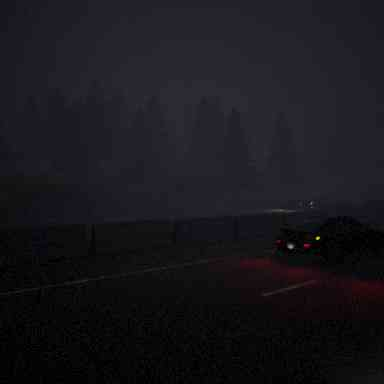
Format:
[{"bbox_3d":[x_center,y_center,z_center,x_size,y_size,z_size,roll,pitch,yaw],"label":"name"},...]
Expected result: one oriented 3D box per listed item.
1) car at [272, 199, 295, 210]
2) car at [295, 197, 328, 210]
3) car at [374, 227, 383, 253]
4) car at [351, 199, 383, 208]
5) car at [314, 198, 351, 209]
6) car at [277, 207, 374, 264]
[{"bbox_3d":[12.960,1.572,43.635,5.357,1.411,2.033,1,0,-36],"label":"car"},{"bbox_3d":[15.285,1.374,40.995,4.553,1.767,2.097,1,0,-36],"label":"car"},{"bbox_3d":[6.997,1.473,8.841,4.674,1.442,1.812,0,0,-36],"label":"car"},{"bbox_3d":[19.330,1.517,35.284,4.892,1.490,1.837,0,0,-36],"label":"car"},{"bbox_3d":[16.233,1.609,37.366,4.718,1.301,1.895,0,0,-36],"label":"car"},{"bbox_3d":[4.937,1.477,11.672,4.674,1.442,1.812,0,0,-36],"label":"car"}]
